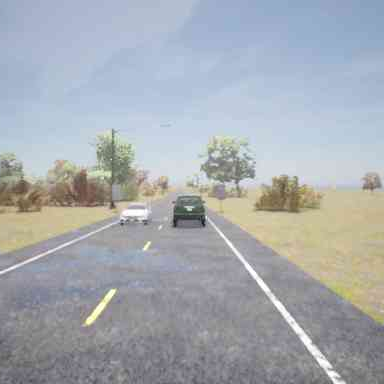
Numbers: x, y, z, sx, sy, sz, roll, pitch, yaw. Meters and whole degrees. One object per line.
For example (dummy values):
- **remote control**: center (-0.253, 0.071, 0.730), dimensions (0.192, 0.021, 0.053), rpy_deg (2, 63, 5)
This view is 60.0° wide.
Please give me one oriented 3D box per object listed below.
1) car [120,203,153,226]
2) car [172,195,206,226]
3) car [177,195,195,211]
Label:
- **car**: center (-3.871, 1.513, 23.633), dimensions (1.812, 1.442, 4.674), rpy_deg (0, 0, -1)
- **car**: center (-0.226, 1.207, 23.675), dimensions (2.150, 2.045, 5.566), rpy_deg (0, 0, -1)
- **car**: center (-0.789, 1.313, 41.779), dimensions (2.097, 1.767, 4.553), rpy_deg (0, 0, -2)
